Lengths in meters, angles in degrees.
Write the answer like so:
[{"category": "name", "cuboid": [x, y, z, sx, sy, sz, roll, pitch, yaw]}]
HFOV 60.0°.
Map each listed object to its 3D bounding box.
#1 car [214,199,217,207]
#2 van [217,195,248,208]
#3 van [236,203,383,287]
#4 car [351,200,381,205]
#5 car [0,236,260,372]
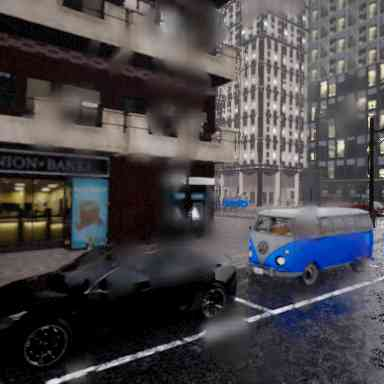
[{"category": "car", "cuboid": [2.437, 1.550, 49.321, 2.008, 1.369, 4.403, 1, -1, -35]}, {"category": "van", "cuboid": [5.711, 1.348, 44.718, 1.690, 1.788, 3.998, 1, -1, -35]}, {"category": "van", "cuboid": [3.289, 1.334, 9.052, 3.998, 1.788, 1.690, 0, 1, -35]}, {"category": "car", "cuboid": [15.520, 1.470, 30.900, 1.967, 1.590, 4.097, 1, -1, -35]}, {"category": "car", "cuboid": [-1.126, 1.564, 5.699, 4.313, 1.339, 1.947, 0, 1, -35]}]
